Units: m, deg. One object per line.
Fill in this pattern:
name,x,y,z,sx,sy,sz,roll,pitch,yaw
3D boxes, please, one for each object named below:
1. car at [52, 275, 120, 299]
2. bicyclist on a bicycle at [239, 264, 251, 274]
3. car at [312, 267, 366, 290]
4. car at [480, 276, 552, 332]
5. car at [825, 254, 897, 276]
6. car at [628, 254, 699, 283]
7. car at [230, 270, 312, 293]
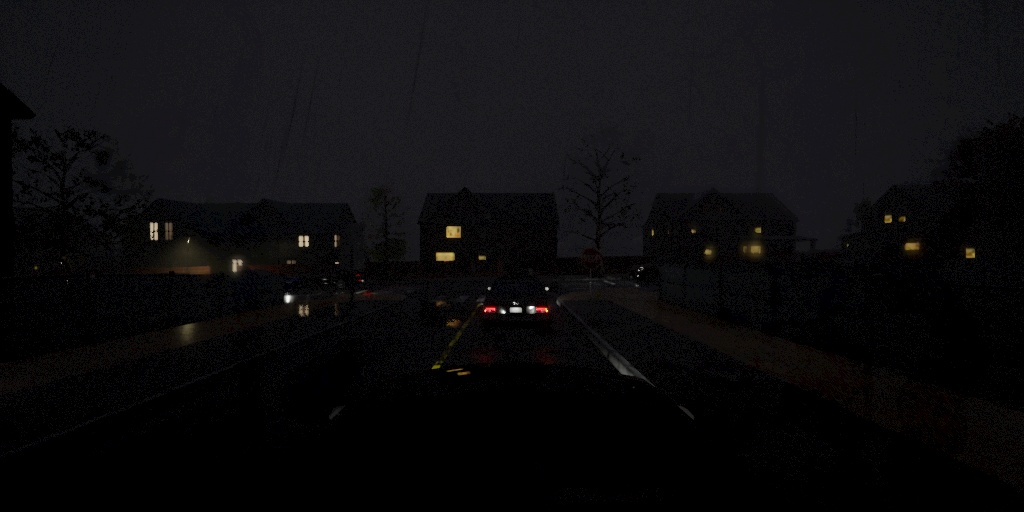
car,-24.246,1.826,21.226,4.674,1.442,1.812,-1,1,0
bicyclist on a bicycle,-20.076,1.416,27.062,0.582,1.620,1.656,-1,1,0
car,-12.471,1.483,24.149,4.892,1.490,1.837,-1,1,0
car,0.170,1.297,10.819,2.033,1.411,5.357,0,0,2
car,23.014,0.634,24.067,4.902,1.511,2.128,-1,1,0
car,10.249,0.795,24.098,4.553,1.767,2.097,-1,1,0
car,-15.026,1.560,21.204,5.008,1.535,1.882,-1,1,0
